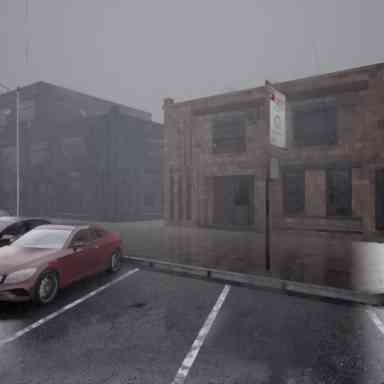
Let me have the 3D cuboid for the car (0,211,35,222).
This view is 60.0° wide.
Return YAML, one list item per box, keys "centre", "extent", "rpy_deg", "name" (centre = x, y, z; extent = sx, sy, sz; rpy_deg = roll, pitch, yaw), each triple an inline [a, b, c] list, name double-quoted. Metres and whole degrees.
- centre: [-5.792, 1.517, 9.982]
  extent: [2.163, 1.488, 4.792]
  rpy_deg: [1, -1, 15]
  name: "car"

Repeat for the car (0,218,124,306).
- centre: [-3.311, 1.527, 8.310]
  extent: [2.002, 1.452, 4.674]
  rpy_deg: [1, -1, 15]
  name: "car"

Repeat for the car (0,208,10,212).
- centre: [-8.244, 1.365, 11.746]
  extent: [2.185, 1.767, 4.553]
  rpy_deg: [1, -1, 15]
  name: "car"
